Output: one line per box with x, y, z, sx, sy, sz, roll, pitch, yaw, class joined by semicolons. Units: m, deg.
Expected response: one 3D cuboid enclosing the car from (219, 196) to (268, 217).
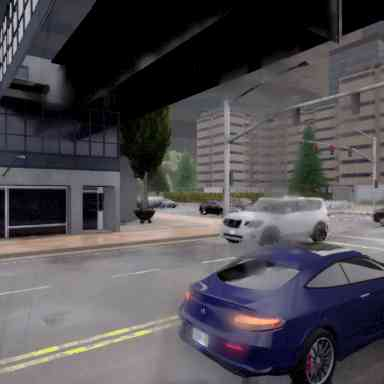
4.914;1.352;32.367;2.097;1.767;4.553;0;0;-36;car

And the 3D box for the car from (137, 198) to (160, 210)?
-6.342;1.506;41.976;1.837;1.490;4.892;0;0;-36;car

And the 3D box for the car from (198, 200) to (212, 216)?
2.546;1.491;29.668;2.128;1.511;4.902;0;0;-36;car

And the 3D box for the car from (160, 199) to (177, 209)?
-3.723;1.564;44.327;1.994;1.385;4.181;0;0;-36;car

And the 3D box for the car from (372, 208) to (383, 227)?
13.736;1.506;20.318;1.837;1.490;4.892;0;0;-36;car

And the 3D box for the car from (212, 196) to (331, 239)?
3.835;1.222;14.646;5.566;2.045;2.150;0;1;-36;car

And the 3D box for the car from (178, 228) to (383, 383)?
1.980;1.526;5.210;4.674;1.442;1.812;0;0;-35;car
